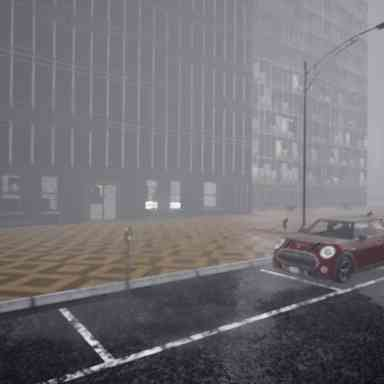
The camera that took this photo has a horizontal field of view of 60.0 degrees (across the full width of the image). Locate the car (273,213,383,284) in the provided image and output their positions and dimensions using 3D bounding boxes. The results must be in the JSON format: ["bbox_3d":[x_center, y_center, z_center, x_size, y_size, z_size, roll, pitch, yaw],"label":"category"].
[{"bbox_3d":[4.206,1.441,9.553,4.097,1.590,1.967,0,1,-36],"label":"car"}]
